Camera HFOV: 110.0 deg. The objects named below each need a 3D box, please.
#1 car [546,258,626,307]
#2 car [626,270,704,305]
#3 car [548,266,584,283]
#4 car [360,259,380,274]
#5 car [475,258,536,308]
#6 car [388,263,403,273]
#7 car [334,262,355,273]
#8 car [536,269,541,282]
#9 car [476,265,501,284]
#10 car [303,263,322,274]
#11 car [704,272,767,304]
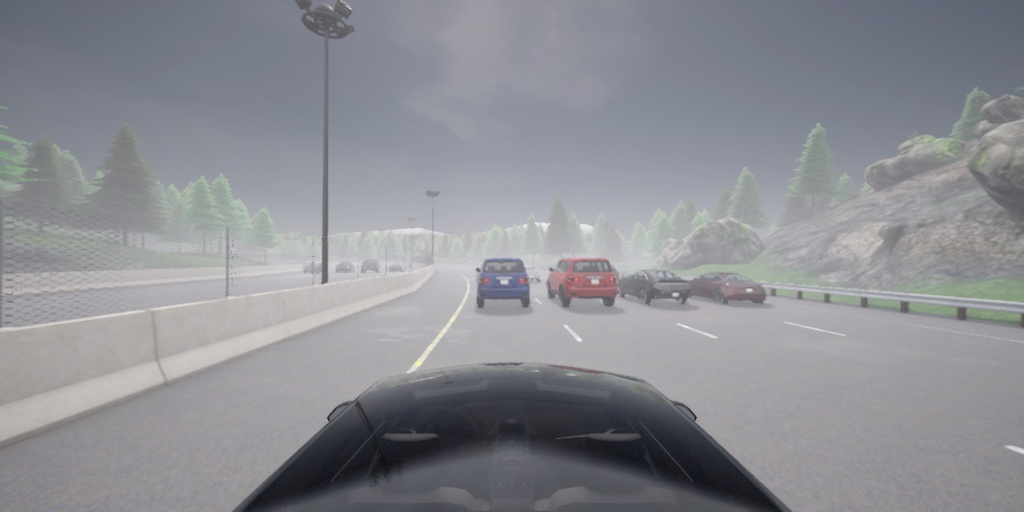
[{"bbox_3d":[3.025,1.105,16.508,2.150,2.045,5.566,0,0,-4],"label":"car"},{"bbox_3d":[6.497,1.384,17.027,2.128,1.511,4.902,0,0,-4],"label":"car"},{"bbox_3d":[4.811,1.640,32.675,1.895,1.301,4.718,0,-1,-8],"label":"car"},{"bbox_3d":[-20.247,1.450,51.487,2.150,2.045,5.566,1,-1,-14],"label":"car"},{"bbox_3d":[-0.467,1.104,16.261,2.150,2.045,5.566,0,0,-4],"label":"car"},{"bbox_3d":[-17.647,1.817,54.546,1.994,1.385,4.181,0,-1,-15],"label":"car"},{"bbox_3d":[-24.210,1.586,51.993,2.097,1.767,4.553,0,-1,-15],"label":"car"},{"bbox_3d":[1.308,1.564,32.446,1.812,1.442,4.674,0,0,-8],"label":"car"},{"bbox_3d":[-2.155,1.561,31.936,1.812,1.442,4.674,0,0,-8],"label":"car"},{"bbox_3d":[-26.941,1.699,48.946,2.128,1.511,4.902,0,-1,-14],"label":"car"},{"bbox_3d":[9.986,1.457,17.292,1.994,1.385,4.181,0,0,-4],"label":"car"}]
